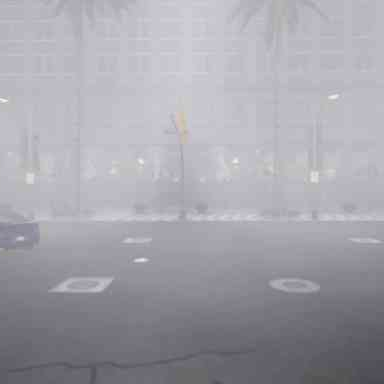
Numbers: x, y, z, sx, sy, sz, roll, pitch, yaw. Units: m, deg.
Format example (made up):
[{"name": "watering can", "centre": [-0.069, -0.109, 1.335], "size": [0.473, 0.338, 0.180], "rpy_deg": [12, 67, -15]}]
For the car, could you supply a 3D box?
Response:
[{"name": "car", "centre": [-7.842, 1.423, 12.684], "size": [5.008, 1.535, 1.882], "rpy_deg": [0, 0, 35]}]
